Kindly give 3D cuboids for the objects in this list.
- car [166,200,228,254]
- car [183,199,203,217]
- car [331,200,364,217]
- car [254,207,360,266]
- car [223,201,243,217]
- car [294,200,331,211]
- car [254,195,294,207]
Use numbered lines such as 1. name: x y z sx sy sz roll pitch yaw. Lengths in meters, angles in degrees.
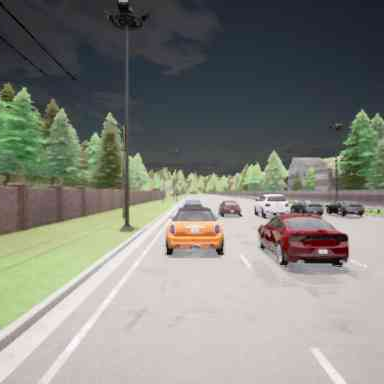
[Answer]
1. car: 0.100 1.365 13.727 2.097 1.767 4.553 0 0 0
2. car: 0.099 1.509 32.610 1.882 1.535 5.008 0 0 0
3. car: 14.100 1.522 30.970 2.128 1.511 4.902 0 0 0
4. car: 3.600 1.489 11.606 1.882 1.535 5.008 0 0 0
5. car: 3.599 1.557 32.077 1.812 1.442 4.674 0 0 0
6. car: 10.601 1.522 30.975 2.128 1.511 4.902 0 0 0
7. car: 7.099 1.251 30.207 2.150 2.045 5.566 0 0 0
